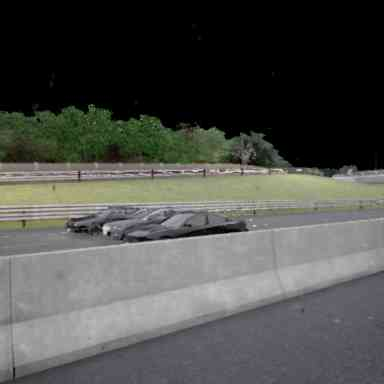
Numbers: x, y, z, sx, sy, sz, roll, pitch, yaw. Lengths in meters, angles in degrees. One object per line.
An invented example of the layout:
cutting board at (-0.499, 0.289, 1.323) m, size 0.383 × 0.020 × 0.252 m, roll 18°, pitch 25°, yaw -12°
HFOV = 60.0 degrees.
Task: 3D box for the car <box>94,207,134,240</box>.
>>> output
car at (-1.728, 1.473, 15.671) m, size 4.902 × 1.511 × 2.128 m, roll 0°, pitch 0°, yaw -36°

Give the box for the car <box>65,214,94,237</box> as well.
car at (-4.049, 1.529, 18.312) m, size 5.357 × 1.411 × 2.033 m, roll 0°, pitch 0°, yaw -36°

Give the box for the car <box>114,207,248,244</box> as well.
car at (-0.103, 1.459, 12.529) m, size 5.008 × 1.535 × 1.882 m, roll 0°, pitch 0°, yaw -36°
